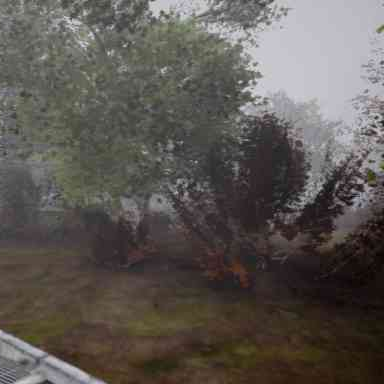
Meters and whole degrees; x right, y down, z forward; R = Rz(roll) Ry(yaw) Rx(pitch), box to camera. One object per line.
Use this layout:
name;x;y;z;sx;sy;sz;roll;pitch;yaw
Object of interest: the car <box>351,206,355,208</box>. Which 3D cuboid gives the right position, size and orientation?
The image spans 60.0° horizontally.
car;18.417;2.320;37.668;2.002;1.452;4.674;0;0;35
